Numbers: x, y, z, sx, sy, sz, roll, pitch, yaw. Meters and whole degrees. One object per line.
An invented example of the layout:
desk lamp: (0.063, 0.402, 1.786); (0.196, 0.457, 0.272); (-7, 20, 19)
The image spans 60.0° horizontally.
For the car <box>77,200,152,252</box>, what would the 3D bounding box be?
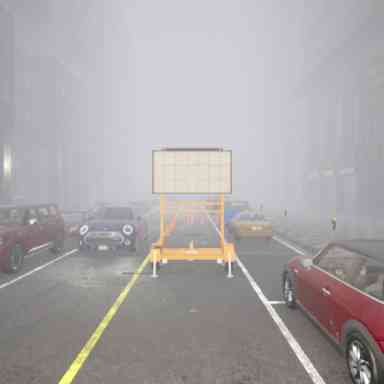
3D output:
car: (-3.091, 1.350, 13.821); (2.097, 1.767, 4.553); (0, 0, 0)

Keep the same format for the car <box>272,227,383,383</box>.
car: (2.763, 1.439, 5.135); (1.967, 1.590, 4.097); (0, 0, 0)

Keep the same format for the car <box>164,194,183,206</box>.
car: (-3.045, 1.360, 55.601); (2.097, 1.767, 4.553); (0, 0, 0)

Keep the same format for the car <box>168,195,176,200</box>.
car: (-5.699, 1.576, 94.761); (1.887, 1.381, 4.507); (0, 0, 0)

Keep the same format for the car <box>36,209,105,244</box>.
car: (-5.754, 1.580, 16.331); (1.802, 1.307, 4.206); (0, 0, 0)

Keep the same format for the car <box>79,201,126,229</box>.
car: (-5.750, 1.438, 21.933); (1.967, 1.590, 4.097); (0, 0, 0)

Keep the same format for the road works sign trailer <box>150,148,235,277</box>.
road works sign trailer: (0.007, 0.463, 10.181); (2.380, 3.560, 2.880); (0, 0, 0)

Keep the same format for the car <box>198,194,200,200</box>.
car: (2.806, 1.456, 66.754); (1.967, 1.590, 4.097); (0, 0, 0)

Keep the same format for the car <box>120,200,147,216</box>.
car: (-5.742, 1.565, 33.137); (1.947, 1.339, 4.313); (0, 0, 0)

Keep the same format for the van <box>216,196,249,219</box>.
van: (2.775, 1.339, 21.941); (1.690, 1.788, 3.998); (0, 0, 0)

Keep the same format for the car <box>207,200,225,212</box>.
car: (2.787, 1.583, 38.746); (1.802, 1.307, 4.206); (0, 0, 0)

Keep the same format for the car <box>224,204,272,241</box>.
car: (2.771, 1.523, 16.509); (1.752, 1.417, 4.829); (0, 0, 0)

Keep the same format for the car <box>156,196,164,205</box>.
car: (-5.727, 1.554, 55.546); (1.887, 1.381, 4.507); (0, 0, 0)

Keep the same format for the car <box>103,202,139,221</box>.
car: (-5.746, 1.549, 27.535); (2.008, 1.369, 4.403); (0, 0, 0)

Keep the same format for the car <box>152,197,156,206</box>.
car: (-5.738, 1.567, 38.739); (1.947, 1.339, 4.313); (0, 0, 0)

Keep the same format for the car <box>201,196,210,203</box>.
car: (2.811, 1.601, 72.356); (1.802, 1.307, 4.206); (0, 0, 0)

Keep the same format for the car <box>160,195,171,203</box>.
car: (-5.715, 1.459, 72.352); (1.967, 1.590, 4.097); (0, 0, 0)

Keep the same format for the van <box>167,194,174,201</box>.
van: (-5.703, 1.369, 89.159); (1.690, 1.788, 3.998); (0, 0, 0)

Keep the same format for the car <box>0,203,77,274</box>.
car: (-5.758, 1.313, 10.729); (2.192, 1.841, 5.009); (0, 0, 0)

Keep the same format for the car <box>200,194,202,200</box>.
car: (2.798, 1.449, 55.551); (1.967, 1.590, 4.097); (0, 0, 0)

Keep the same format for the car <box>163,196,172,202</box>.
car: (-5.711, 1.566, 77.954); (1.887, 1.381, 4.507); (0, 0, 0)

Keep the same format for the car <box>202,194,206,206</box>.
car: (2.790, 1.319, 44.347); (2.192, 1.841, 5.009); (0, 0, 0)

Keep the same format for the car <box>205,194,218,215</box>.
car: (2.782, 1.315, 33.144); (2.192, 1.841, 5.009); (0, 0, 0)

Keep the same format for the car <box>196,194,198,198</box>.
car: (2.822, 1.573, 89.161); (1.887, 1.381, 4.507); (0, 0, 0)
